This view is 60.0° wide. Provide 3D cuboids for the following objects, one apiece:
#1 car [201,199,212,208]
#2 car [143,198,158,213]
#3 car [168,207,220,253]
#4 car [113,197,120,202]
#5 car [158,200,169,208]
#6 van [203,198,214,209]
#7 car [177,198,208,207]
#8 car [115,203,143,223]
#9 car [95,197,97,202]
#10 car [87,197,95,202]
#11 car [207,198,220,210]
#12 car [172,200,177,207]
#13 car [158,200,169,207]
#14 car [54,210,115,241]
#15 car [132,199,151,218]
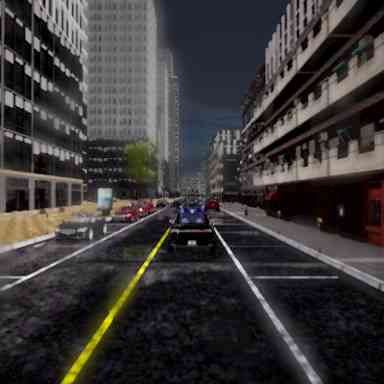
[{"bbox_3d":[2.697,2.038,61.834,1.967,1.590,4.097,0,-1,0],"label":"car"},{"bbox_3d":[-5.687,1.695,39.633,2.192,1.841,5.009,0,-1,0],"label":"car"},{"bbox_3d":[0.005,1.629,14.301,2.128,1.511,4.902,0,0,0],"label":"car"},{"bbox_3d":[-22.018,2.009,90.194,4.829,1.417,1.752,1,-1,-1],"label":"car"},{"bbox_3d":[-5.683,2.164,61.833,1.947,1.339,4.313,0,-1,0],"label":"car"},{"bbox_3d":[2.696,1.884,56.285,1.690,1.788,3.998,0,-1,0],"label":"van"},{"bbox_3d":[0.007,1.627,29.074,2.097,1.767,4.553,0,-1,0],"label":"car"},{"bbox_3d":[-5.688,1.854,28.529,1.802,1.307,4.206,0,-1,0],"label":"car"},{"bbox_3d":[-27.463,1.947,90.046,4.313,1.339,1.947,1,-1,-1],"label":"car"},{"bbox_3d":[-27.357,1.638,81.673,5.009,1.841,2.192,1,-2,-1],"label":"car"},{"bbox_3d":[2.694,1.748,45.183,2.192,1.841,5.009,0,-1,0],"label":"car"},{"bbox_3d":[-3.009,2.249,66.046,1.895,1.301,4.718,0,-1,1],"label":"car"},{"bbox_3d":[-5.682,2.216,67.079,1.947,1.339,4.313,0,-1,0],"label":"car"},{"bbox_3d":[-5.690,1.717,17.427,2.008,1.369,4.403,0,-1,0],"label":"car"},{"bbox_3d":[-5.688,1.766,34.081,1.967,1.590,4.097,0,-1,0],"label":"car"}]
